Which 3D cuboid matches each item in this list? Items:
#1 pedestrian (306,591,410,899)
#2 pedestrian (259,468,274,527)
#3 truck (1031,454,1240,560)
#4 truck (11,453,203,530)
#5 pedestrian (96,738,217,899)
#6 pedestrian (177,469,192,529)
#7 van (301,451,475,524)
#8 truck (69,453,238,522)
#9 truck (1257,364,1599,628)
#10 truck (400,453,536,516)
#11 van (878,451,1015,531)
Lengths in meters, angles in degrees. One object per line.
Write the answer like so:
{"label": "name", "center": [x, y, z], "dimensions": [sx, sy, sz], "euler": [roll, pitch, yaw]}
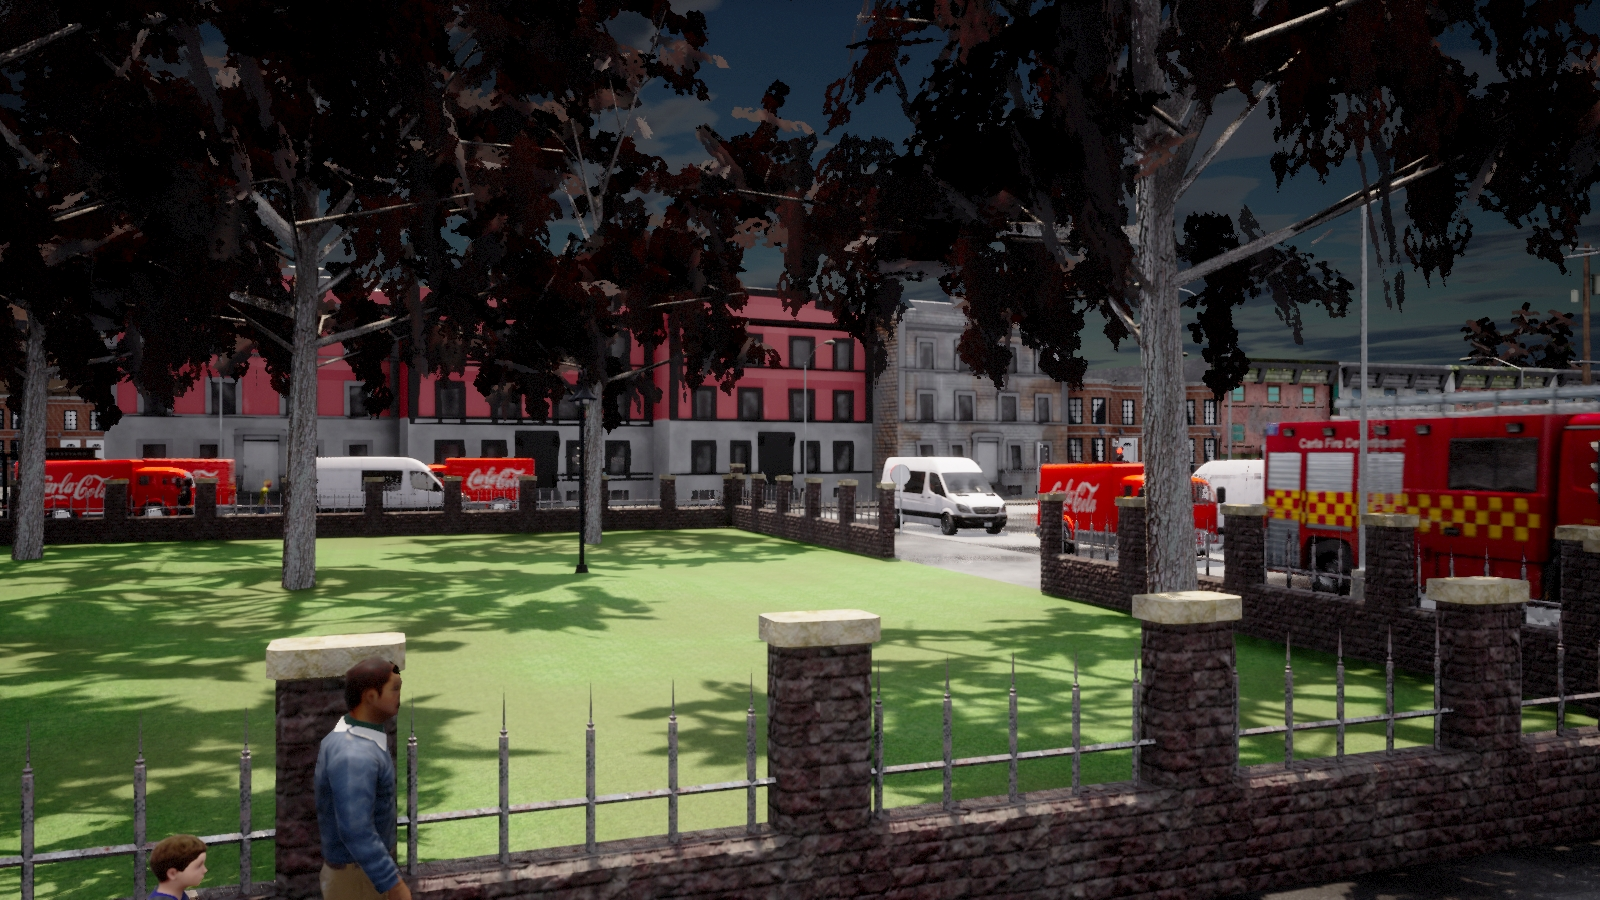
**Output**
{"label": "pedestrian", "center": [-1.774, 1.526, 4.605], "dimensions": [0.375, 1.860, 0.375], "euler": [0, 0, -20]}
{"label": "pedestrian", "center": [-17.030, 1.524, 36.468], "dimensions": [0.375, 1.860, 0.375], "euler": [0, 0, -19]}
{"label": "truck", "center": [8.478, 1.353, 29.540], "dimensions": [2.627, 2.467, 5.204], "euler": [0, 0, -19]}
{"label": "truck", "center": [-23.591, 1.352, 39.205], "dimensions": [5.204, 2.467, 2.627], "euler": [0, 0, -20]}
{"label": "pedestrian", "center": [-2.429, 1.806, 4.336], "dimensions": [0.375, 1.300, 0.375], "euler": [0, 0, -26]}
{"label": "pedestrian", "center": [-19.218, 1.525, 35.677], "dimensions": [0.375, 1.860, 0.375], "euler": [0, 0, -19]}
{"label": "van", "center": [-15.154, 1.315, 42.273], "dimensions": [5.915, 2.561, 1.988], "euler": [0, 0, -20]}
{"label": "truck", "center": [-24.302, 1.348, 43.205], "dimensions": [5.204, 2.467, 2.627], "euler": [0, 0, -20]}
{"label": "truck", "center": [12.029, 0.671, 19.586], "dimensions": [2.891, 3.827, 8.468], "euler": [0, 0, -20]}
{"label": "truck", "center": [-13.691, 1.348, 47.042], "dimensions": [5.204, 2.467, 2.627], "euler": [0, 0, -20]}
{"label": "van", "center": [4.934, 1.315, 39.619], "dimensions": [1.988, 2.561, 5.915], "euler": [0, 0, -23]}
